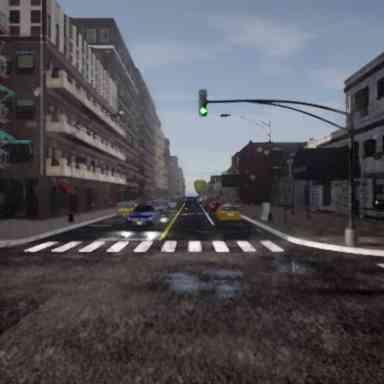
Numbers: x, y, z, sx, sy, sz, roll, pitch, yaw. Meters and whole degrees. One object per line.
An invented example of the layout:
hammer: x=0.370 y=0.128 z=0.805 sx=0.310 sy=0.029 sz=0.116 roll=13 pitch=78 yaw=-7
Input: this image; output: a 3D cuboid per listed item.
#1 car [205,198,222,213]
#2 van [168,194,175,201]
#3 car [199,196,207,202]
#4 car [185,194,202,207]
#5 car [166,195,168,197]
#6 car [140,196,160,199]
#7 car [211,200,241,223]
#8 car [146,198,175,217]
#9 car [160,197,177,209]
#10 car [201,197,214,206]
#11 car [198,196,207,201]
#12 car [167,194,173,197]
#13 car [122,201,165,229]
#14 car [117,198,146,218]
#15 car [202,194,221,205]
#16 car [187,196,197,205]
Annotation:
car: x=2.696 y=1.617 z=36.307 sx=1.802 sy=1.307 sz=4.206 roll=0 pitch=0 yaw=0
van: x=-5.676 y=1.505 z=91.701 sx=1.690 sy=1.788 sz=3.998 roll=0 pitch=0 yaw=0
car: x=2.703 y=1.638 z=80.790 sx=1.752 sy=1.417 sz=4.829 roll=0 pitch=0 yaw=0
car: x=0.006 y=1.416 z=52.001 sx=2.097 sy=1.767 sz=4.553 roll=0 pitch=0 yaw=0
car: x=-5.681 y=1.617 z=58.294 sx=1.752 sy=1.417 sz=4.829 roll=0 pitch=0 yaw=0
car: x=-5.683 y=1.382 z=41.847 sx=2.192 sy=1.841 sz=5.009 roll=0 pitch=0 yaw=0
car: x=2.695 y=1.549 z=25.398 sx=1.752 sy=1.417 sz=4.829 roll=0 pitch=0 yaw=0
car: x=-3.082 y=1.596 z=32.545 sx=2.033 sy=1.411 sz=5.357 roll=0 pitch=0 yaw=1
car: x=-3.071 y=1.663 z=44.051 sx=1.895 sy=1.301 sz=4.718 roll=0 pitch=0 yaw=0
car: x=2.700 y=1.618 z=58.463 sx=2.008 sy=1.369 sz=4.403 roll=0 pitch=0 yaw=0
car: x=2.703 y=1.676 z=86.159 sx=2.008 sy=1.369 sz=4.403 roll=0 pitch=0 yaw=0
car: x=-5.679 y=1.658 z=69.543 sx=1.887 sy=1.381 sz=4.507 roll=0 pitch=0 yaw=0
car: x=-3.095 y=1.564 z=21.988 sx=1.812 sy=1.442 sz=4.674 roll=0 pitch=0 yaw=0
car: x=-5.685 y=1.579 z=30.598 sx=1.752 sy=1.417 sz=4.829 roll=0 pitch=0 yaw=0
car: x=2.697 y=1.357 z=41.846 sx=2.192 sy=1.841 sz=5.009 roll=0 pitch=0 yaw=0
car: x=0.008 y=1.560 z=62.037 sx=1.882 sy=1.535 sz=5.008 roll=0 pitch=0 yaw=0
